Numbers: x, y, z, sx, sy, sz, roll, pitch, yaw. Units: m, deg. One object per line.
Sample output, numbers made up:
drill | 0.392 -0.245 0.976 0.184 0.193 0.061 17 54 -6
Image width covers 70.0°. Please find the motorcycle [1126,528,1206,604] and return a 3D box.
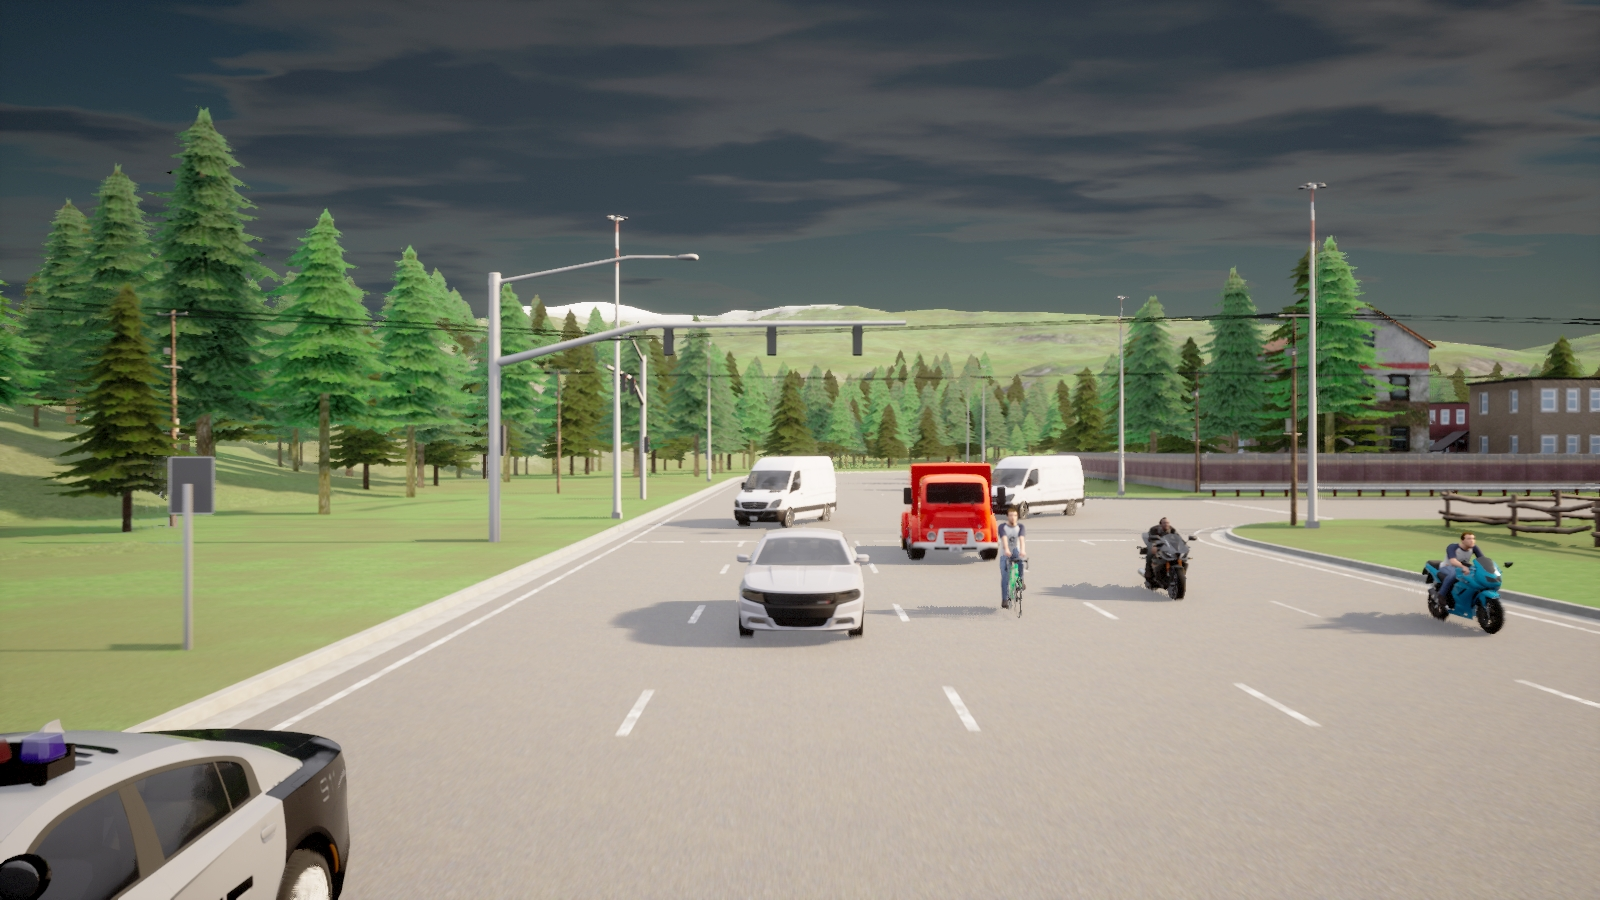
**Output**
motorcycle | 7.036 2.205 22.089 0.867 1.251 2.209 0 0 1

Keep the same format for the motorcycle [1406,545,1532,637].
motorcycle | 10.507 2.186 18.034 0.803 1.199 2.033 0 0 0

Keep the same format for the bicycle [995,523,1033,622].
bicycle | 3.639 2.056 19.491 0.373 1.496 1.643 0 0 2

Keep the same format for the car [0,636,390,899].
car | -3.609 1.982 4.509 2.097 1.638 5.238 0 0 0

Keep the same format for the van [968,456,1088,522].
van | 9.559 1.534 47.567 1.988 2.561 5.915 -1 -1 44

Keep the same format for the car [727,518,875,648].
car | 0.056 2.034 18.652 2.097 1.535 5.006 0 0 1

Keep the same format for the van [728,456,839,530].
van | -0.505 1.534 43.012 1.988 2.561 5.915 -1 0 23

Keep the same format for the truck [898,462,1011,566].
truck | 3.969 1.569 30.315 2.627 2.467 5.204 0 0 4
